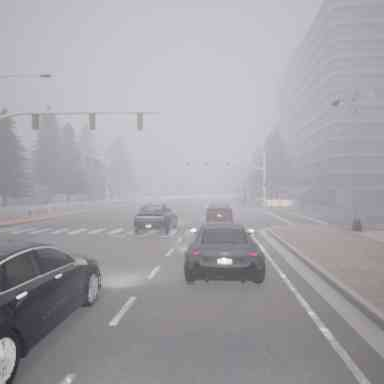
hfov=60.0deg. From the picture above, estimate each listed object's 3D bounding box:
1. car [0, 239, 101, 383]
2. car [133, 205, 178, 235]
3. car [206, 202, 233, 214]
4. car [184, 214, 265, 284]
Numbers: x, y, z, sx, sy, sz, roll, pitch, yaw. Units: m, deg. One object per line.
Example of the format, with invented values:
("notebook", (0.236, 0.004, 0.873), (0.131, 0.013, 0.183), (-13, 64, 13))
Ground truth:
("car", (-2.905, 1.492, 5.067), (1.837, 1.490, 4.892), (0, 0, 3))
("car", (-1.950, 1.456, 18.796), (2.128, 1.511, 4.902), (0, 0, 4))
("car", (2.047, 1.467, 24.990), (1.882, 1.535, 5.008), (1, 0, 4))
("car", (0.881, 1.549, 9.572), (1.994, 1.385, 4.181), (0, 0, 4))
